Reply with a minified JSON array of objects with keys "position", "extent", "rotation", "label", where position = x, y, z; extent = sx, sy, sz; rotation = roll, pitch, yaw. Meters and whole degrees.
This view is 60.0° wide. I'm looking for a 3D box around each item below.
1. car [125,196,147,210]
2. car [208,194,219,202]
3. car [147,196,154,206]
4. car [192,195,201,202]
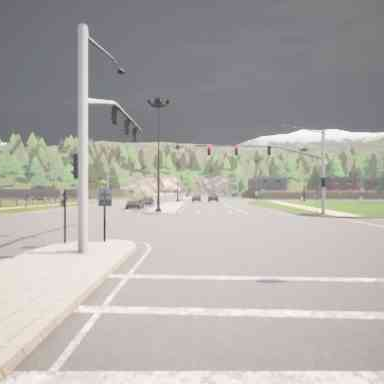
[{"position":[-7.532,1.522,44.098],"extent":[1.812,1.442,4.674],"rotation":[0,0,1],"label":"car"},{"position":[4.437,1.183,69.855],"extent":[2.097,1.767,4.553],"rotation":[0,0,1],"label":"car"},{"position":[-7.375,1.485,54.463],"extent":[2.128,1.511,4.902],"rotation":[0,0,1],"label":"car"},{"position":[0.938,1.353,69.934],"extent":[2.128,1.511,4.902],"rotation":[0,0,1],"label":"car"}]
